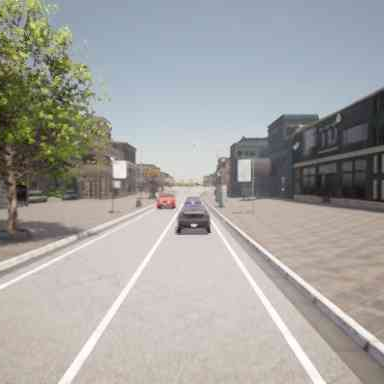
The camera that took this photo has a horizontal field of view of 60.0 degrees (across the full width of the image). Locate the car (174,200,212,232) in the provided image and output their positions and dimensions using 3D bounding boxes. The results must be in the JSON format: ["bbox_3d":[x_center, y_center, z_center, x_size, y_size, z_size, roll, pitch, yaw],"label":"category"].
[{"bbox_3d":[0.106,1.479,19.743,1.837,1.490,4.892,0,0,0],"label":"car"}]

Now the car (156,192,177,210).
[{"bbox_3d":[-3.076,1.044,40.935,2.150,2.045,5.566,0,0,0],"label":"car"}]

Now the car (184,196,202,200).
[{"bbox_3d":[0.111,1.194,38.875,2.097,1.767,4.553,0,1,0],"label":"car"}]
